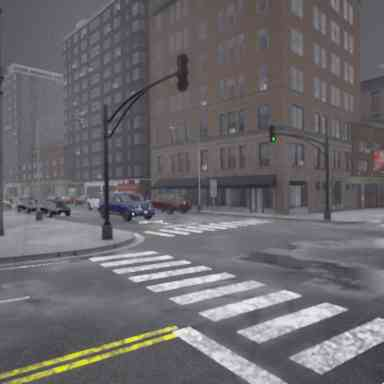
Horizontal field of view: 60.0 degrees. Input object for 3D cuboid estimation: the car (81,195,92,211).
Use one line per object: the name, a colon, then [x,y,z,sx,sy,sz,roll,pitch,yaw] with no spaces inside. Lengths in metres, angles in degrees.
car: [-8.912,0.971,34.333,2.150,2.045,5.566,-1,1,-44]

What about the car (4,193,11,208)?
car: [-23.651,1.246,41.005,1.752,1.417,4.829,0,1,-44]

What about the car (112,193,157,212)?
car: [-6.161,1.037,35.184,2.192,1.841,5.009,0,1,-44]

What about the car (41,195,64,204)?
car: [-21.479,1.130,51.021,1.802,1.307,4.206,0,1,-44]

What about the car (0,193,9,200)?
car: [-40.626,0.882,70.813,1.947,1.339,4.313,0,1,-44]

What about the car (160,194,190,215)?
car: [-2.332,1.078,31.226,2.192,1.841,5.009,0,1,-44]

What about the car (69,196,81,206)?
car: [-13.820,1.076,43.103,1.967,1.590,4.097,0,1,-44]

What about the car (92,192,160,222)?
car: [-5.237,1.084,25.918,2.150,2.045,5.566,-1,1,-44]

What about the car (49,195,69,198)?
car: [-15.826,1.347,36.878,1.895,1.301,4.718,-1,1,-44]

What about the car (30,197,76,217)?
car: [-12.284,1.414,29.255,1.947,1.339,4.313,0,1,-44]

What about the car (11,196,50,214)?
car: [-16.113,1.372,33.213,1.947,1.339,4.313,0,1,-44]

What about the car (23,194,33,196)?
car: [-29.138,1.039,58.938,1.802,1.307,4.206,0,1,-44]

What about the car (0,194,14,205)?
car: [-28.680,1.159,50.305,1.837,1.490,4.892,-1,1,-44]
